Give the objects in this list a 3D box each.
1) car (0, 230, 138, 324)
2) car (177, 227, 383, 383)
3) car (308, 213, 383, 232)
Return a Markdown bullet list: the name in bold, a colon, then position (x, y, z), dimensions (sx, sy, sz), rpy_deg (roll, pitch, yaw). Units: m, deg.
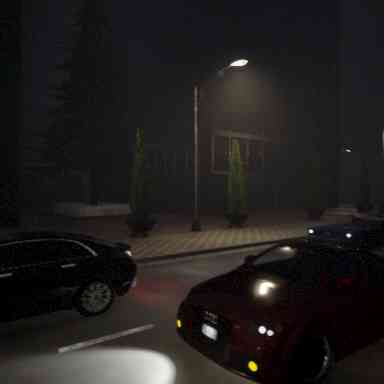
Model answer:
- **car**: position (-3.367, 1.500, 5.877), dimensions (4.892, 1.490, 1.837), rpy_deg (-1, 0, -35)
- **car**: position (1.837, 1.533, 5.280), dimensions (4.181, 1.385, 1.994), rpy_deg (0, 0, -36)
- **car**: position (6.556, 1.512, 12.901), dimensions (4.718, 1.301, 1.895), rpy_deg (0, 0, -35)
